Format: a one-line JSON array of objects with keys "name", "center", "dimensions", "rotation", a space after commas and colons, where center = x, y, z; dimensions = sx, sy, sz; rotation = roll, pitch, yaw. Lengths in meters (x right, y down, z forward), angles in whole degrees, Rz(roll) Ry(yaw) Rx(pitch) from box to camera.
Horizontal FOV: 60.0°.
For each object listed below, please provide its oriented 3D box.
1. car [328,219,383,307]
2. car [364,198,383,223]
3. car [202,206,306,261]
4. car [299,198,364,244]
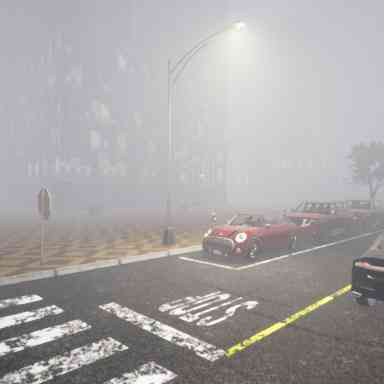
[{"name": "car", "center": [4.990, 1.495, 7.003], "dimensions": [4.902, 1.511, 2.128], "rotation": [0, 0, -45]}, {"name": "car", "center": [10.227, 1.327, 20.261], "dimensions": [5.009, 1.841, 2.192], "rotation": [0, 0, -45]}, {"name": "car", "center": [2.234, 1.448, 12.283], "dimensions": [4.097, 1.590, 1.967], "rotation": [0, 0, -45]}, {"name": "car", "center": [6.231, 1.325, 16.271], "dimensions": [5.009, 1.841, 2.192], "rotation": [0, 0, -45]}]
